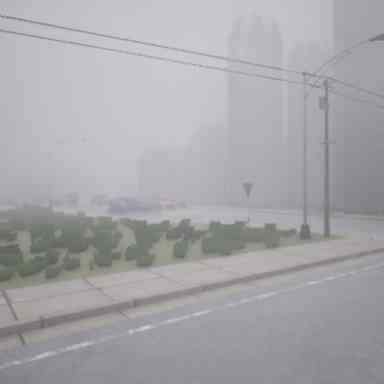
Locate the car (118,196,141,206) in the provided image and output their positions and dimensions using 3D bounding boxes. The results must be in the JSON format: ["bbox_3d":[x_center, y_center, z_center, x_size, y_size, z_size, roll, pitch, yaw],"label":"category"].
[{"bbox_3d":[-9.975,1.414,53.024,1.812,1.442,4.674,0,0,-36],"label":"car"}]

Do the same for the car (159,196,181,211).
[{"bbox_3d":[-3.674,1.259,38.092,2.097,1.767,4.553,0,0,-36],"label":"car"}]

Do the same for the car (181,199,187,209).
[{"bbox_3d":[-2.467,1.415,42.699,1.812,1.442,4.674,0,0,-36],"label":"car"}]

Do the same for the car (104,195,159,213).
[{"bbox_3d":[-6.337,1.406,34.747,4.611,1.667,2.242,0,0,-36],"label":"car"}]

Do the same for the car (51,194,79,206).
[{"bbox_3d":[-20.472,1.236,54.397,3.866,1.878,1.905,0,0,-36],"label":"car"}]

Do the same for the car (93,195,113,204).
[{"bbox_3d":[-16.668,1.365,62.105,1.882,1.535,5.008,0,0,-36],"label":"car"}]

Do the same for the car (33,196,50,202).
[{"bbox_3d":[-28.806,1.430,65.011,4.193,1.474,1.816,0,0,-36],"label":"car"}]

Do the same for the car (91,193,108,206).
[{"bbox_3d":[-14.310,1.232,52.860,2.150,2.045,5.566,0,0,-36],"label":"car"}]
